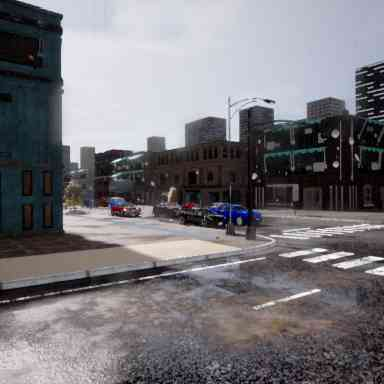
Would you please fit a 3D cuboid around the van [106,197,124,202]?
[{"bbox_3d":[-13.263,1.907,58.844,1.690,1.788,3.998,-1,0,-35],"label":"van"}]

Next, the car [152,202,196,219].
[{"bbox_3d":[-2.189,1.814,33.295,2.128,1.511,4.902,-1,0,-35],"label":"car"}]

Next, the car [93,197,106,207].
[{"bbox_3d":[-16.470,1.940,63.355,2.192,1.841,5.009,-1,0,-35],"label":"car"}]

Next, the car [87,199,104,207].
[{"bbox_3d":[-19.672,2.228,67.867,1.887,1.381,4.507,-1,0,-35],"label":"car"}]

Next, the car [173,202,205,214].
[{"bbox_3d":[-0.430,1.904,40.799,1.802,1.307,4.206,-2,0,-35],"label":"car"}]

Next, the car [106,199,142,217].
[{"bbox_3d":[-7.262,1.846,35.941,1.967,1.590,4.097,-1,0,-35],"label":"car"}]

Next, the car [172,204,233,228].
[{"bbox_3d":[0.682,1.814,24.561,1.947,1.339,4.313,-2,0,-35],"label":"car"}]

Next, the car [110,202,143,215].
[{"bbox_3d":[-8.319,1.989,41.929,2.033,1.411,5.357,-1,0,-35],"label":"car"}]

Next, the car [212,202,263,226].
[{"bbox_3d":[3.209,1.692,25.697,1.882,1.535,5.008,-1,0,-36],"label":"car"}]

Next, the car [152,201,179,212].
[{"bbox_3d":[-3.636,1.966,45.310,1.802,1.307,4.206,-2,0,-35],"label":"car"}]

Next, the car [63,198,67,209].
[{"bbox_3d":[-23.196,2.233,58.360,1.752,1.417,4.829,-1,0,-35],"label":"car"}]

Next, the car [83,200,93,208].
[{"bbox_3d":[-19.522,2.194,63.217,1.812,1.442,4.674,-1,0,-35],"label":"car"}]
